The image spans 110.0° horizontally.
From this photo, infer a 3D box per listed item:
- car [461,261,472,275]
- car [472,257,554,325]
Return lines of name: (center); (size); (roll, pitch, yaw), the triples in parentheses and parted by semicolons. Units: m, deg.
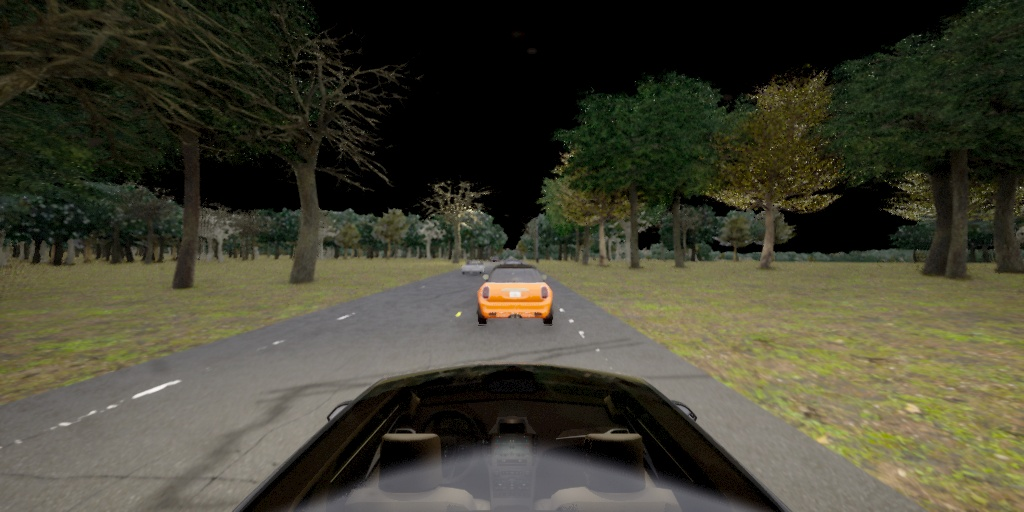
car: (-3.599, 1.096, 33.895); (1.895, 1.301, 4.718); (0, 0, 0)
car: (0.090, 1.018, 11.607); (2.097, 1.767, 4.553); (0, 0, 0)
